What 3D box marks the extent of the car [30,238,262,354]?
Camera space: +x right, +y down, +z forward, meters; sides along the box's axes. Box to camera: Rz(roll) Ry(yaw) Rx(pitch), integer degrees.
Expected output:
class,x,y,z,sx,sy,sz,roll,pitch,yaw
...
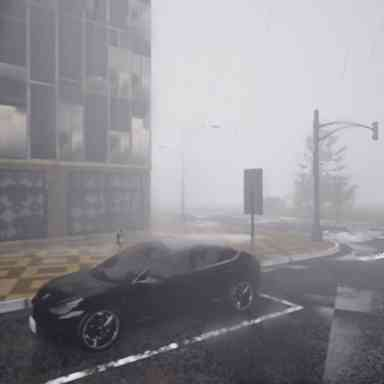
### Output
class,x,y,z,sx,sy,sz,roll,pitch,yaw
car,-0.569,1.594,6.163,4.313,1.339,1.947,1,-1,-35
